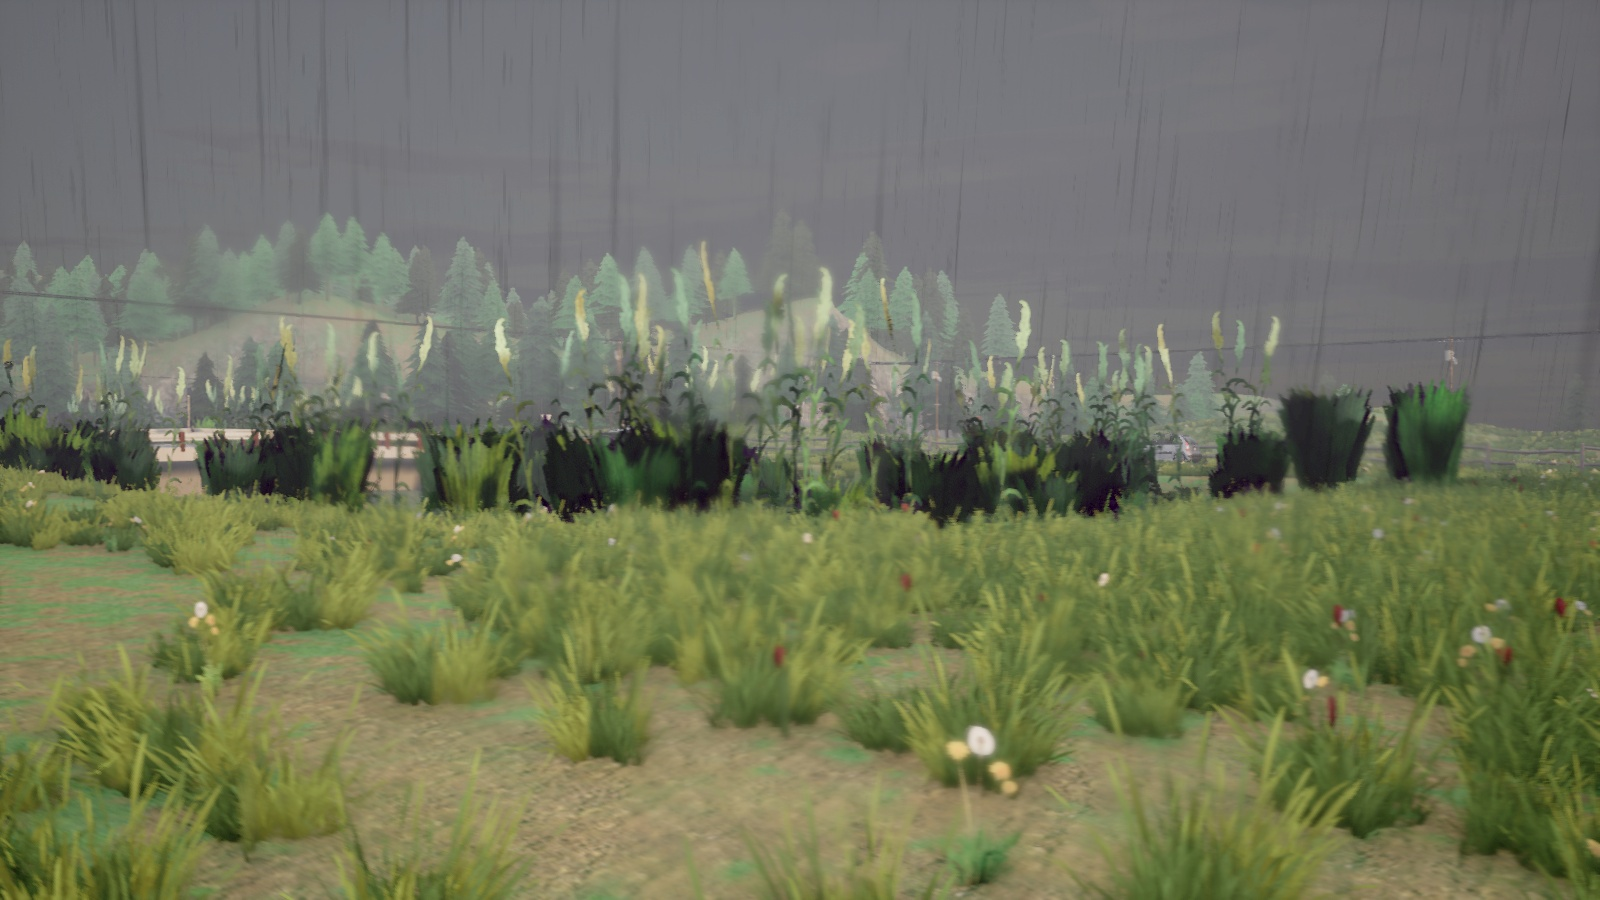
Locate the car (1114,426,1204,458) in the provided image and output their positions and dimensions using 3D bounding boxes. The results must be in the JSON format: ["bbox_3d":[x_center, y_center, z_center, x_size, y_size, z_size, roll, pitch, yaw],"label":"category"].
[{"bbox_3d":[18.222,-0.410,63.777,3.988,1.617,1.851,0,1,39],"label":"car"}]
